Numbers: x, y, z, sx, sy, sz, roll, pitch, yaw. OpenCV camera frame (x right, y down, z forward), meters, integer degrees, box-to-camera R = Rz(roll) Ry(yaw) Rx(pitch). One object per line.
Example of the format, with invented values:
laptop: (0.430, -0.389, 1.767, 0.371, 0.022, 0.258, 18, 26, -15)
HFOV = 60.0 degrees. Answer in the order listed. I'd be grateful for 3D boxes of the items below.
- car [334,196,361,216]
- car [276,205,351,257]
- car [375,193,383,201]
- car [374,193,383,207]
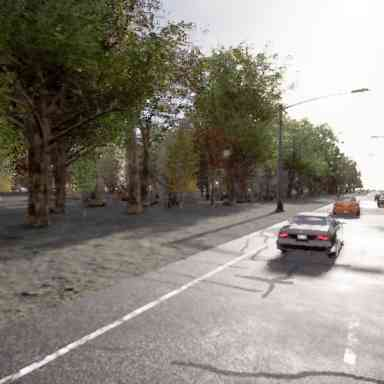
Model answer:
car: (14.126, 1.104, 30.164, 2.097, 1.767, 4.553, 0, 1, 28)
car: (4.645, 1.440, 12.604, 2.033, 1.411, 5.357, 0, 1, 28)
car: (36.194, 0.991, 63.885, 1.837, 1.490, 4.892, 0, 1, 28)
car: (25.647, 1.194, 44.142, 2.033, 1.411, 5.357, 0, 1, 28)
